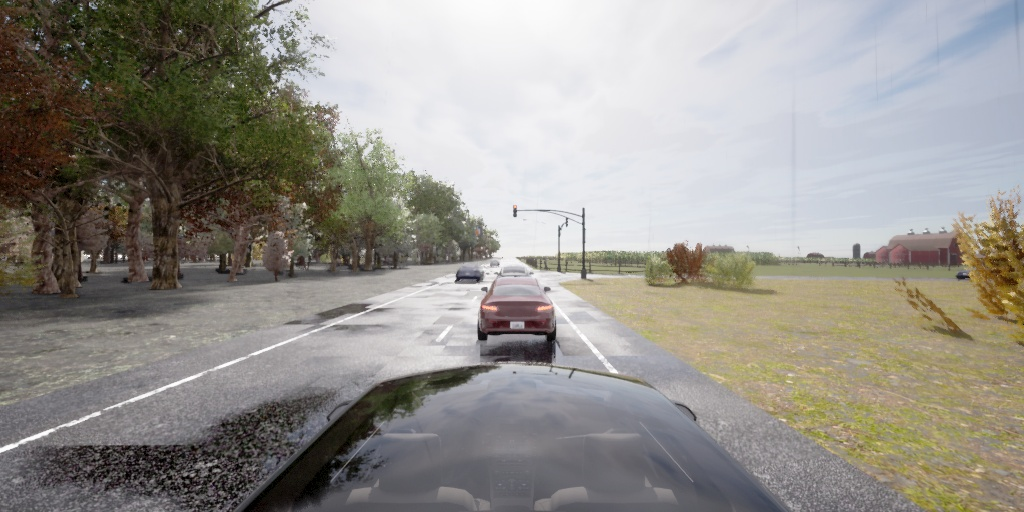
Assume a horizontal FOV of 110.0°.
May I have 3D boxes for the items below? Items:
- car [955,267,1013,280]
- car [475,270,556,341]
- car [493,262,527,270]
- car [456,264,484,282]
[{"bbox_3d":[48.942,1.845,37.138,4.181,1.385,1.994,1,-1,0],"label":"car"},{"bbox_3d":[0.111,1.278,9.780,1.812,1.442,4.674,0,0,0],"label":"car"},{"bbox_3d":[0.104,1.259,19.042,1.837,1.490,4.892,0,0,0],"label":"car"},{"bbox_3d":[-3.392,1.320,29.420,1.994,1.385,4.181,0,0,0],"label":"car"}]
